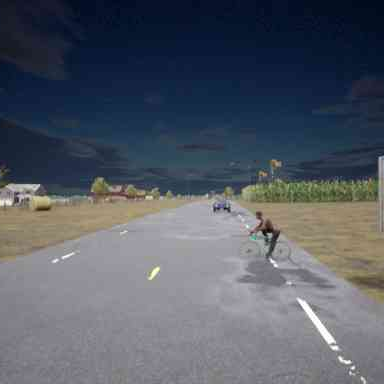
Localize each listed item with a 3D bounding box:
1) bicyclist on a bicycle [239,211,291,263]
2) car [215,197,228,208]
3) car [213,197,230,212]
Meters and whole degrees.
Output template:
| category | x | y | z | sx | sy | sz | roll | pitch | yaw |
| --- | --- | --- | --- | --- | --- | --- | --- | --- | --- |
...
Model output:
| category | x | y | z | sx | sy | sz | roll | pitch | yaw |
| --- | --- | --- | --- | --- | --- | --- | --- | --- | --- |
| bicyclist on a bicycle | 2.326 | 1.443 | 10.677 | 1.656 | 1.620 | 0.582 | 0 | 0 | 5 |
| car | 4.472 | 1.529 | 49.751 | 1.837 | 1.490 | 4.892 | 0 | -1 | 5 |
| car | 3.453 | 1.583 | 38.492 | 1.895 | 1.301 | 4.718 | 0 | 0 | 5 |
